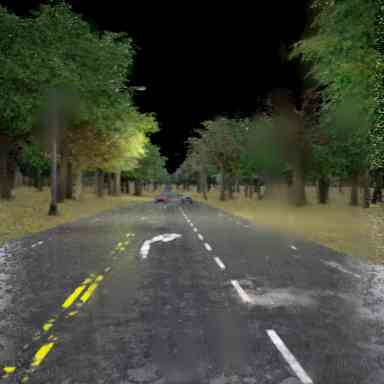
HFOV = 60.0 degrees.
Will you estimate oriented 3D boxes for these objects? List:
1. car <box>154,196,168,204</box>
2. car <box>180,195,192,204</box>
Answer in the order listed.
[{"bbox_3d":[-5.299,1.309,57.587,1.895,1.301,4.718,1,0,3],"label":"car"},{"bbox_3d":[-1.010,1.257,59.109,1.837,1.490,4.892,1,0,-4],"label":"car"}]
